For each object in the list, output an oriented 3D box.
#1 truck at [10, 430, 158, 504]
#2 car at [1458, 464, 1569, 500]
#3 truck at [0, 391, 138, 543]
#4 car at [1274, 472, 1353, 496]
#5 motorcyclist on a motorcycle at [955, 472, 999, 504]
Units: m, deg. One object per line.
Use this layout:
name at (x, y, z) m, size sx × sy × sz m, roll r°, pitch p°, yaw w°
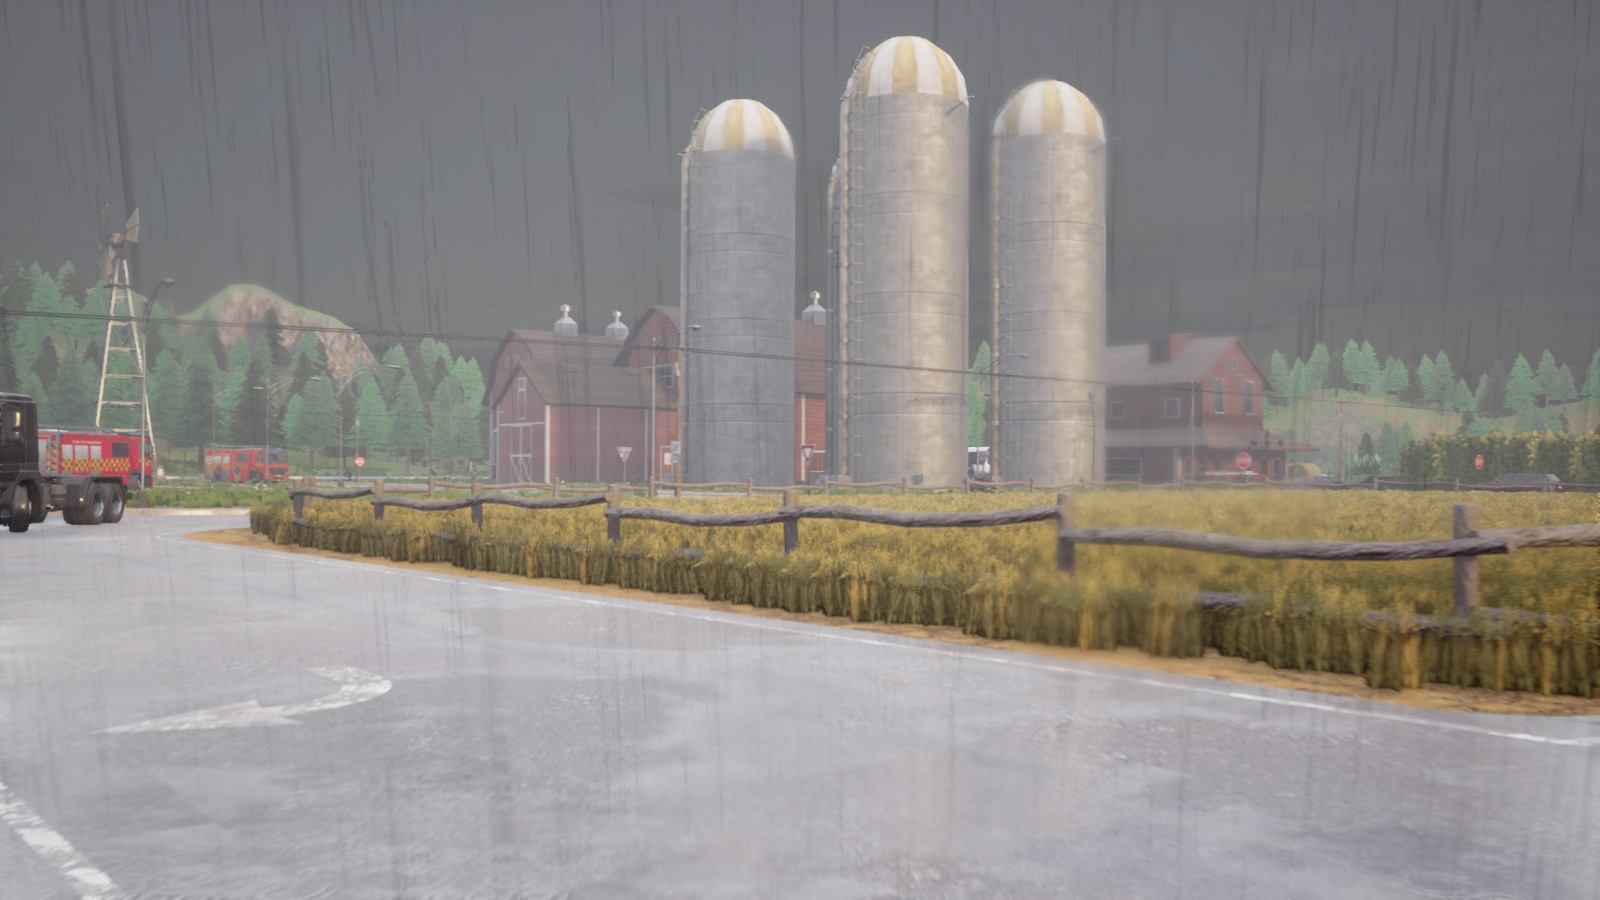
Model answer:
truck at (-39.279, 0.942, 69.342) m, size 2.891 × 3.827 × 8.468 m, roll 0°, pitch -1°, yaw 4°
car at (37.029, 1.638, 65.251) m, size 2.097 × 1.767 × 4.553 m, roll 1°, pitch -1°, yaw -39°
truck at (-20.151, 0.435, 32.285) m, size 2.891 × 3.462 × 7.936 m, roll 0°, pitch -1°, yaw -7°
car at (30.733, 2.012, 75.062) m, size 5.357 × 1.411 × 2.033 m, roll 1°, pitch -1°, yaw -39°
motorcyclist on a motorcycle at (8.688, 1.850, 61.601) m, size 2.191 × 1.530 × 0.866 m, roll 1°, pitch -1°, yaw -39°
